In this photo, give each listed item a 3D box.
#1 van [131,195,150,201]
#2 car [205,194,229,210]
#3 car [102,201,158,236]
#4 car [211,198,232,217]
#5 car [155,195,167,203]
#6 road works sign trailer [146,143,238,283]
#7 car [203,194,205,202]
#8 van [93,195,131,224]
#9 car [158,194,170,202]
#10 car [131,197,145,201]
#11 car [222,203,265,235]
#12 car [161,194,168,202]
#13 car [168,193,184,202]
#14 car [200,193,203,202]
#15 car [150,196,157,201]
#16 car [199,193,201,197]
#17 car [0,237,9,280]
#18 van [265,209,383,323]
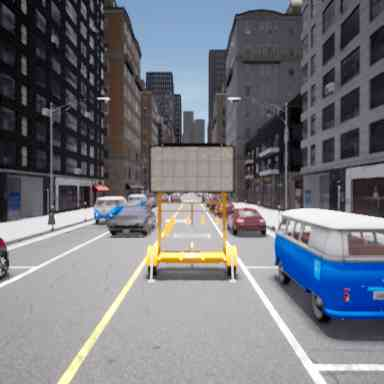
[{"bbox_3d":[-5.668,1.178,34.357,1.690,1.788,3.998,0,0,0],"label":"van"},{"bbox_3d":[2.858,1.152,34.356,2.192,1.841,5.009,0,0,0],"label":"car"},{"bbox_3d":[-3.098,1.459,18.230,2.033,1.411,5.357,0,0,0],"label":"car"},{"bbox_3d":[2.858,1.444,28.856,1.802,1.307,4.206,0,0,0],"label":"car"},{"bbox_3d":[-5.666,1.297,61.865,1.802,1.307,4.206,0,0,0],"label":"car"},{"bbox_3d":[0.001,0.418,9.525,2.380,3.560,2.880,0,0,0],"label":"road works sign trailer"},{"bbox_3d":[2.859,1.227,45.360,1.967,1.590,4.097,0,0,0],"label":"car"},{"bbox_3d":[-5.668,1.229,23.356,1.690,1.788,3.998,0,0,0],"label":"van"},{"bbox_3d":[-5.666,1.132,67.366,1.967,1.590,4.097,0,0,0],"label":"car"},{"bbox_3d":[-5.668,1.413,28.857,2.008,1.369,4.403,0,0,0],"label":"car"},{"bbox_3d":[2.858,1.496,17.854,1.802,1.307,4.206,0,0,0],"label":"car"},{"bbox_3d":[-5.666,1.305,56.363,1.947,1.339,4.313,0,0,0],"label":"car"},{"bbox_3d":[-3.042,1.279,62.046,1.994,1.385,4.181,0,0,1],"label":"car"},{"bbox_3d":[2.859,1.290,56.363,2.008,1.369,4.403,0,0,0],"label":"car"},{"bbox_3d":[-5.667,1.378,39.860,1.947,1.339,4.313,0,0,0],"label":"car"},{"bbox_3d":[2.859,1.258,67.366,1.947,1.339,4.313,0,0,0],"label":"car"},{"bbox_3d":[-5.669,1.407,6.851,1.967,1.590,4.097,0,0,0],"label":"car"},{"bbox_3d":[2.857,1.308,6.850,1.690,1.788,3.998,0,0,0],"label":"van"}]
